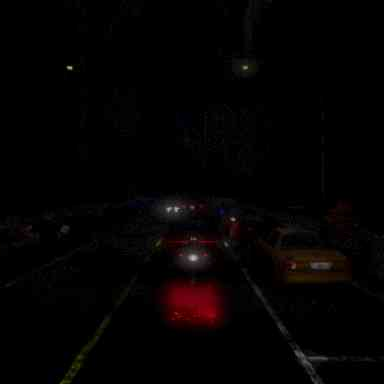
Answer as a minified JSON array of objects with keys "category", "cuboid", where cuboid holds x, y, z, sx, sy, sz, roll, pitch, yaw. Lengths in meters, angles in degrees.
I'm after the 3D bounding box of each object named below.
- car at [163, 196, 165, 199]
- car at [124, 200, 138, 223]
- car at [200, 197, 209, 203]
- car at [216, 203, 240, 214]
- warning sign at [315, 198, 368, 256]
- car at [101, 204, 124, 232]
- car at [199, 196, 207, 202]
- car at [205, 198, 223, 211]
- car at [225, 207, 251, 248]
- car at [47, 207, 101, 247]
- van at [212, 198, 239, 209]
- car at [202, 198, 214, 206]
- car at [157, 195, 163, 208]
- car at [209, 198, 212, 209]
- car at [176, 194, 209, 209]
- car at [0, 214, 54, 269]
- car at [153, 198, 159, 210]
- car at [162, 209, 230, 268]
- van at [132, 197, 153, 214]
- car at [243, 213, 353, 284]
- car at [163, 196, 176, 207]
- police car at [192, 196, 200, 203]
[{"category":"car","cuboid":[-5.744,1.725,54.088,1.947,1.339,4.313,0,0,0]},{"category":"car","cuboid":[-5.752,1.621,26.080,1.887,1.381,4.507,0,0,0]},{"category":"car","cuboid":[2.788,1.794,76.505,1.947,1.339,4.313,0,0,0]},{"category":"car","cuboid":[2.772,1.605,20.483,1.887,1.381,4.507,0,0,0]},{"category":"warning sign","cuboid":[5.068,1.149,11.360,1.300,1.860,1.060,0,0,0]},{"category":"car","cuboid":[-5.754,1.605,20.477,1.887,1.381,4.507,0,0,0]},{"category":"car","cuboid":[2.791,1.816,87.708,2.008,1.369,4.403,0,0,0]},{"category":"car","cuboid":[2.779,1.567,42.892,1.967,1.590,4.097,0,0,0]},{"category":"car","cuboid":[2.770,1.589,14.882,1.887,1.381,4.507,0,0,0]},{"category":"car","cuboid":[-5.755,1.484,14.876,1.967,1.590,4.097,0,0,0]},{"category":"van","cuboid":[2.774,1.418,26.086,1.690,1.788,3.998,0,0,0]},{"category":"car","cuboid":[2.784,1.721,59.698,1.887,1.381,4.507,0,0,0]},{"category":"car","cuboid":[-5.745,1.583,48.487,1.967,1.590,4.097,0,0,0]},{"category":"car","cuboid":[2.777,1.655,37.291,1.887,1.381,4.507,0,0,0]},{"category":"car","cuboid":[0.073,1.308,28.550,2.150,2.045,5.566,0,0,1]},{"category":"car","cuboid":[-5.757,1.552,9.104,1.752,1.417,4.829,0,0,0]},{"category":"car","cuboid":[-5.747,1.708,42.884,1.802,1.307,4.206,0,0,0]},{"category":"car","cuboid":[0.051,1.538,11.364,1.837,1.490,4.892,0,0,0]},{"category":"van","cuboid":[-5.748,1.451,37.284,1.690,1.788,3.998,0,0,0]},{"category":"car","cuboid":[2.768,1.554,9.449,1.752,1.417,4.829,0,0,0]},{"category":"car","cuboid":[-3.056,1.721,53.301,1.994,1.385,4.181,0,0,0]},{"category":"police car","cuboid":[0.882,1.654,76.463,1.930,1.638,5.238,0,0,0]}]
